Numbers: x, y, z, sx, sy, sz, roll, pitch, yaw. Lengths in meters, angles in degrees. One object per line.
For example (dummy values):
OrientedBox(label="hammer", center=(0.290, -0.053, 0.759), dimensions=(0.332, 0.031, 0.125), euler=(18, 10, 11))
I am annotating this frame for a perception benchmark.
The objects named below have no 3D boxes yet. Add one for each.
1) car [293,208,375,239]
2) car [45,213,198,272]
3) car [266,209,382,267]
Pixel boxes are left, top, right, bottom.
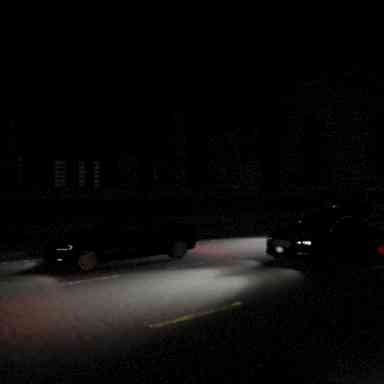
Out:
OrientedBox(label="car", center=(7.770, 1.608, 18.014), dimensions=(4.718, 1.301, 1.895), euler=(0, 0, -35))
OrientedBox(label="car", center=(-2.147, 1.479, 11.027), dimensions=(5.008, 1.535, 1.882), euler=(0, 0, -35))
OrientedBox(label="car", center=(4.683, 1.496, 11.560), dimensions=(4.902, 1.511, 2.128), euler=(0, 0, -35))
